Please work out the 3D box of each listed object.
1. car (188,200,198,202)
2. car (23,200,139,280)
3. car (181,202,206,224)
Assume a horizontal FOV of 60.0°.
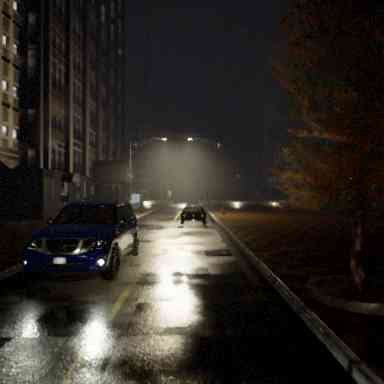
[{"bbox_3d":[0.102,1.797,44.634,2.033,1.411,5.357,0,0,0],"label":"car"},{"bbox_3d":[-3.076,1.286,10.537,2.150,2.045,5.566,0,-1,0],"label":"car"},{"bbox_3d":[0.102,1.749,26.093,1.895,1.301,4.718,0,0,0],"label":"car"}]
